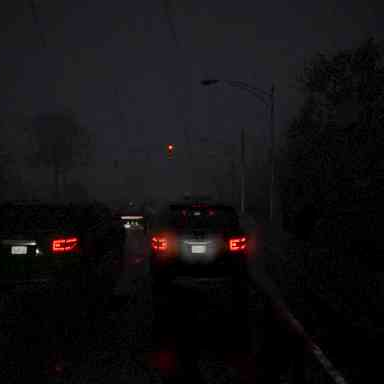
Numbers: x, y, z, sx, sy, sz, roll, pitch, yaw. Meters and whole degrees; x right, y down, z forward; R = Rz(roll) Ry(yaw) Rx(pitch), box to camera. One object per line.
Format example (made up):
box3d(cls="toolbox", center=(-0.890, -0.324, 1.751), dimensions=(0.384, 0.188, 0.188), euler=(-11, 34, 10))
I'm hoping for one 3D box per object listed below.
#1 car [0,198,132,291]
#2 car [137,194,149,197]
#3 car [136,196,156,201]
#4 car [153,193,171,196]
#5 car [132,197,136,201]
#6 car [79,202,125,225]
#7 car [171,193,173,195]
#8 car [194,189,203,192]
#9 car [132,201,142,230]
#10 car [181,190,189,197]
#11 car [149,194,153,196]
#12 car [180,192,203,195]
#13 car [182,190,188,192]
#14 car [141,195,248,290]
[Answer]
box3d(cls="car", center=(-3.330, 1.221, 9.146), dimensions=(2.150, 2.045, 5.566), euler=(0, 0, 1))
box3d(cls="car", center=(-9.494, 1.526, 59.742), dimensions=(1.812, 1.442, 4.674), euler=(0, 0, 2))
box3d(cls="car", center=(-6.285, 1.601, 47.579), dimensions=(1.895, 1.301, 4.718), euler=(0, 0, 1))
box3d(cls="car", center=(-5.839, 1.461, 65.313), dimensions=(2.128, 1.511, 4.902), euler=(0, 1, 2))
box3d(cls="car", center=(-9.789, 1.564, 47.373), dimensions=(1.994, 1.385, 4.181), euler=(0, 0, 1))
box3d(cls="car", center=(-6.765, 1.547, 25.641), dimensions=(2.033, 1.411, 5.357), euler=(0, 0, 1))
box3d(cls="car", center=(-5.465, 0.879, 80.532), dimensions=(2.033, 1.411, 5.357), euler=(0, 3, 1))
box3d(cls="car", center=(1.472, 0.850, 77.573), dimensions=(2.097, 1.767, 4.553), euler=(0, 3, 1))
box3d(cls="car", center=(-3.187, 1.491, 19.013), dimensions=(2.128, 1.511, 4.902), euler=(0, 0, 1))
box3d(cls="car", center=(-1.807, 0.294, 87.686), dimensions=(1.882, 1.535, 5.008), euler=(0, 3, 1))
box3d(cls="car", center=(-9.090, 1.125, 74.874), dimensions=(1.882, 1.535, 5.008), euler=(0, 2, 1))
box3d(cls="car", center=(0.328, 1.221, 19.563), dimensions=(2.150, 2.045, 5.566), euler=(0, 0, 1))
box3d(cls="car", center=(-2.036, 1.053, 77.274), dimensions=(2.033, 1.411, 5.357), euler=(0, 3, 1))
box3d(cls="car", center=(0.171, 1.221, 9.233), dimensions=(2.150, 2.045, 5.566), euler=(0, 0, 1))
